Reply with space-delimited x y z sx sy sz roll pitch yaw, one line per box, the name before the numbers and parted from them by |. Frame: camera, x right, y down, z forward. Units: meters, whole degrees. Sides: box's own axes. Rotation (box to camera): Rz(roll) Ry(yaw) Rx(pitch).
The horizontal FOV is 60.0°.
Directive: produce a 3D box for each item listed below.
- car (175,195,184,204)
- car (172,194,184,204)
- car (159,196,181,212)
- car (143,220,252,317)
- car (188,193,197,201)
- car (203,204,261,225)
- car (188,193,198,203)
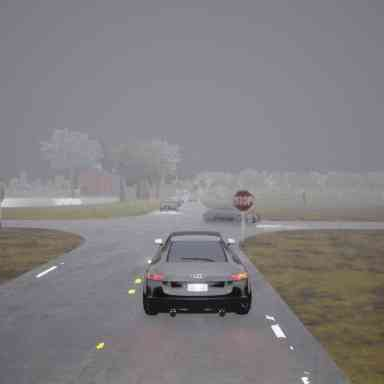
car | -2.695 1.447 51.814 1.882 1.535 5.008 0 0 1
car | -2.635 1.306 64.084 2.097 1.767 4.553 0 0 1
car | -2.750 1.546 39.224 1.994 1.385 4.181 0 0 0
car | 0.075 1.565 7.561 1.994 1.385 4.181 0 0 -1
car | 0.179 1.113 79.690 2.097 1.767 4.553 0 0 0
car | 2.841 1.596 24.044 4.181 1.385 1.994 0 -1 36
car | 0.157 1.489 69.679 1.994 1.385 4.181 0 0 0
